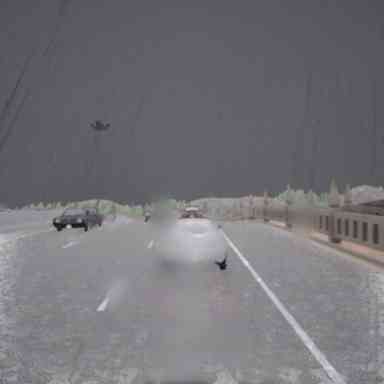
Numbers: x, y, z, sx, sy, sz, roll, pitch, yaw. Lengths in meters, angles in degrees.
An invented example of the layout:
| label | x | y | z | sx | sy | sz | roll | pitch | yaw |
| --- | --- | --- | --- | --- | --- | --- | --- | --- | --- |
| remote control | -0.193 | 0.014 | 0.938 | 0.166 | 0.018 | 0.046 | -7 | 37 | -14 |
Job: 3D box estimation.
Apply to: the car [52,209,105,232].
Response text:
| label | x | y | z | sx | sy | sz | roll | pitch | yaw |
| --- | --- | --- | --- | --- | --- | --- | --- | --- | --- |
| car | -6.956 | 1.719 | 21.009 | 1.895 | 1.301 | 4.718 | 0 | -1 | 0 |

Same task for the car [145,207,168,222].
| label | x | y | z | sx | sy | sz | roll | pitch | yaw |
| --- | --- | --- | --- | --- | --- | --- | --- | --- | --- |
| car | -3.491 | 2.240 | 33.120 | 2.033 | 1.411 | 5.357 | 0 | -4 | 0 |

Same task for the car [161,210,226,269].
| label | x | y | z | sx | sy | sz | roll | pitch | yaw |
| --- | --- | --- | --- | --- | --- | --- | --- | --- | --- |
| car | 0.073 | 1.546 | 11.098 | 1.812 | 1.442 | 4.674 | 0 | 0 | 0 |

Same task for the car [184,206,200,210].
| label | x | y | z | sx | sy | sz | roll | pitch | yaw |
| --- | --- | --- | --- | --- | --- | --- | --- | --- | --- |
| car | 0.018 | 1.982 | 29.793 | 1.812 | 1.442 | 4.674 | 0 | -3 | 0 |
